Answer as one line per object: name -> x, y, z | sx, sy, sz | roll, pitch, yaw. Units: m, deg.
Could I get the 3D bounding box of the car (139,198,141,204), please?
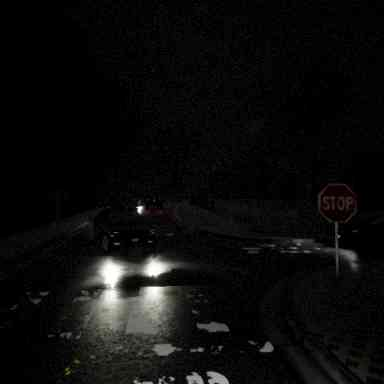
car -> -7.497, 1.401, 40.154 | 1.837, 1.490, 4.892 | 0, 0, -7

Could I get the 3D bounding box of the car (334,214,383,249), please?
car -> 8.838, 1.713, 14.955 | 4.674, 1.442, 1.812 | 1, -3, -4

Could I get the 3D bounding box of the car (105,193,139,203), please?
car -> -5.958, 1.141, 28.037 | 2.150, 2.045, 5.566 | 0, 0, -7

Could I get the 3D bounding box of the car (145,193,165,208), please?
car -> -5.045, 1.131, 43.976 | 2.150, 2.045, 5.566 | 0, 0, -7

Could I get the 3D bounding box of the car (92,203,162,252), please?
car -> -3.057, 1.453, 14.203 | 1.882, 1.535, 5.008 | -1, 0, -24
